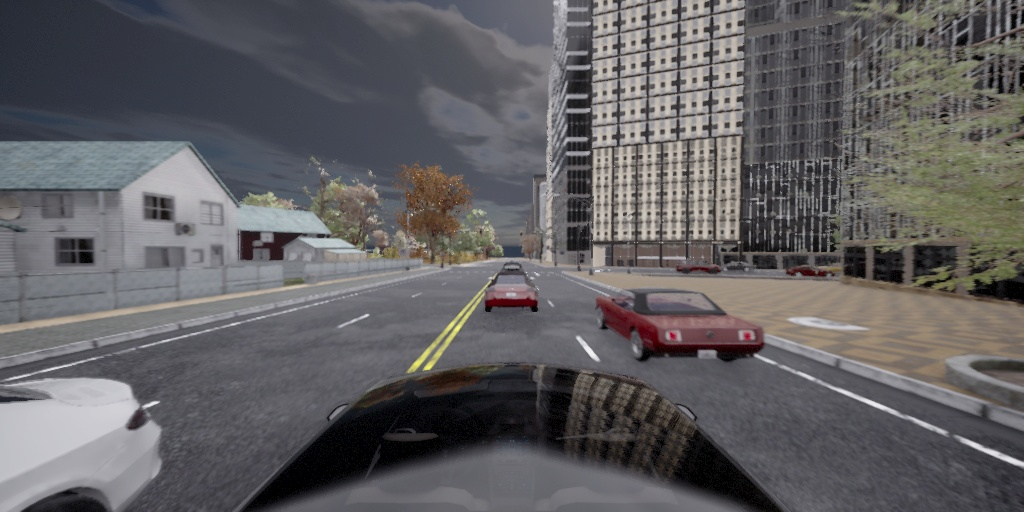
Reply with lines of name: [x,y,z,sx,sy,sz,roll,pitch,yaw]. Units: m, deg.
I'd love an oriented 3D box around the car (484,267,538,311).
car: [-0.023,1.311,14.457,1.994,1.385,4.181,0,0,0]

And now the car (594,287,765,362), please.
car: [3.251,1.349,8.179,1.895,1.301,4.718,0,0,0]

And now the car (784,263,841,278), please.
car: [33.670,1.722,40.624,4.507,1.381,1.888,0,0,20]

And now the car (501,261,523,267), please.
car: [0.037,1.255,25.696,1.837,1.490,4.892,0,0,1]

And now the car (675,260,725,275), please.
car: [23.025,1.405,44.525,5.009,1.841,2.192,0,0,20]

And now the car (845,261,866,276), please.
car: [38.992,1.535,38.673,5.009,1.841,2.192,0,0,20]

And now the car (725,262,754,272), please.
car: [31.060,1.482,49.971,4.403,1.370,2.007,0,0,20]

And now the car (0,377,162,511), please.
car: [-3.351,1.277,0.581,1.812,1.442,4.674,0,0,0]
